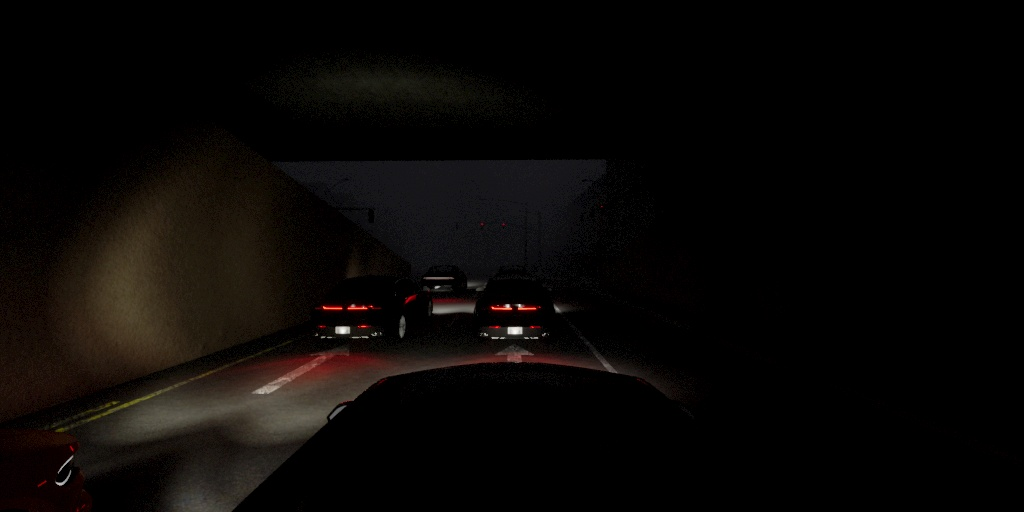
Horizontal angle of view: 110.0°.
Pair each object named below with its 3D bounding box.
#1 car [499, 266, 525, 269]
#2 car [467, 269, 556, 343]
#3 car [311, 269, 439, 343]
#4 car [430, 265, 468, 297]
[{"bbox_3d":[0.008,1.255,19.049,1.837,1.490,4.892,0,0,0],"label":"car"},{"bbox_3d":[0.051,1.255,9.639,1.837,1.490,4.892,0,0,0],"label":"car"},{"bbox_3d":[-3.450,1.255,9.695,1.837,1.490,4.892,0,0,0],"label":"car"},{"bbox_3d":[-3.488,1.241,19.012,2.128,1.511,4.902,0,0,-1],"label":"car"}]
